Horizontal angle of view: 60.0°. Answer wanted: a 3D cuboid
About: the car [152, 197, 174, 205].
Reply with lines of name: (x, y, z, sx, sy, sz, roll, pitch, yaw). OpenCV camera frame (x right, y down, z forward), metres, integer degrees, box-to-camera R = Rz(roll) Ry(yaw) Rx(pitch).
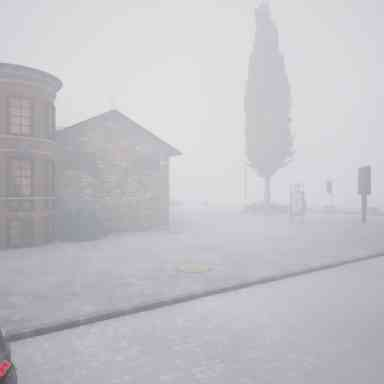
car: (-5.334, 1.596, 60.937, 1.895, 1.301, 4.718, 0, 0, -35)

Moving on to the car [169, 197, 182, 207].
car: (-3.745, 1.544, 51.534, 2.033, 1.411, 5.357, 0, 0, -35)

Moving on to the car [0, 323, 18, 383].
car: (-3.474, 1.564, 2.125, 4.181, 1.385, 1.994, 0, 0, -35)

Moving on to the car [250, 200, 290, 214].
car: (8.130, 1.521, 34.878, 1.812, 1.442, 4.674, 0, 0, -36)
